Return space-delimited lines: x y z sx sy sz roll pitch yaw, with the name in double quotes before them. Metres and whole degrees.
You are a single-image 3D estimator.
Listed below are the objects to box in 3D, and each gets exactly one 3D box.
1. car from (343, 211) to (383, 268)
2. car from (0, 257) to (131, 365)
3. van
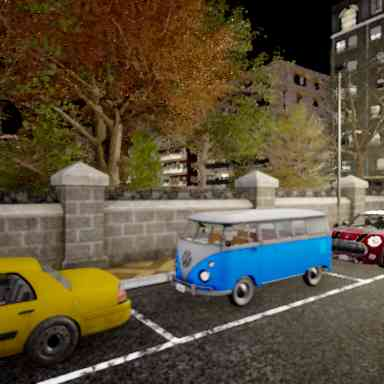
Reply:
"car" 6.062 1.369 10.873 4.097 1.590 1.967 0 1 -36
"car" -3.215 1.527 4.255 4.829 1.417 1.752 0 1 -36
"van" 1.493 1.306 7.611 3.998 1.788 1.690 0 1 -36
